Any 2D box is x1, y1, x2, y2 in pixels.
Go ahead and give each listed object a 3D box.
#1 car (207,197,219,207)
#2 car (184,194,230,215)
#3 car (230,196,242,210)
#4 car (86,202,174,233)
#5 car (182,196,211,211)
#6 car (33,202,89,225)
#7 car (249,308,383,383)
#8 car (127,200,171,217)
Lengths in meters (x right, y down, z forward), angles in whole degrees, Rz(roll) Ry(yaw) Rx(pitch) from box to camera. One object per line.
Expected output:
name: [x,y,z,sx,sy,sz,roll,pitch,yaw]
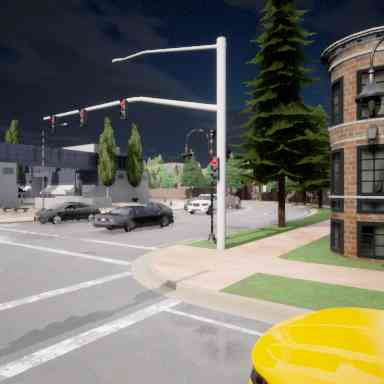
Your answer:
car: [3.279,1.527,51.321,1.812,1.442,4.674,0,1,5]
car: [1.676,1.222,34.474,2.150,2.045,5.566,0,0,28]
car: [5.289,1.352,43.744,2.097,1.767,4.553,0,0,14]
car: [-3.348,1.547,19.986,2.033,1.411,5.357,0,0,35]
car: [0.632,1.352,40.685,2.097,1.767,4.553,0,0,20]
car: [-9.081,1.505,24.431,1.837,1.490,4.892,0,0,35]
car: [2.768,1.478,1.994,5.008,1.535,1.882,0,0,36]
car: [-4.072,1.564,31.806,1.994,1.385,4.181,0,0,31]
